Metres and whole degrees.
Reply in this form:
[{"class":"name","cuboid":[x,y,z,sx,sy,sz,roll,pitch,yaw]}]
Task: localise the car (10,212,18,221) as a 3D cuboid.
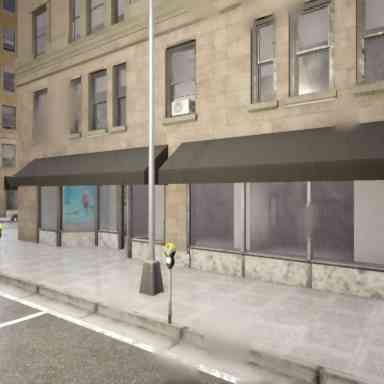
[{"class":"car","cuboid":[-11.158,1.636,26.110,2.033,1.411,5.357,0,0,36]}]
